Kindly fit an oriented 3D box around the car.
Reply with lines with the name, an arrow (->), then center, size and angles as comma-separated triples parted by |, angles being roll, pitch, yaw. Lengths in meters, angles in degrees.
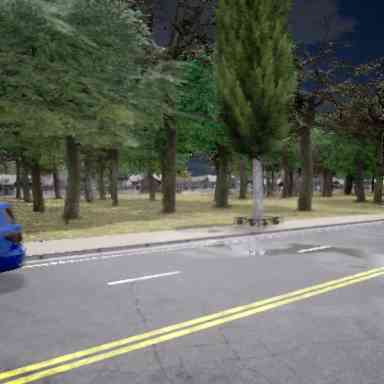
car -> -6.571, 1.228, 6.981 | 5.566, 2.045, 2.150 | 0, 0, -36
